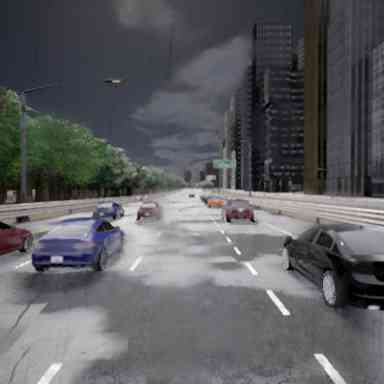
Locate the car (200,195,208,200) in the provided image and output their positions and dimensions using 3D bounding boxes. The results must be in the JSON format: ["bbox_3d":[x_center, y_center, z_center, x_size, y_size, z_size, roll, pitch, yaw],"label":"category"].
[{"bbox_3d":[3.304,1.558,92.247,1.895,1.301,4.718,0,0,0],"label":"car"}]

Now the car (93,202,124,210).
[{"bbox_3d":[-6.942,1.545,27.896,1.812,1.442,4.674,0,0,0],"label":"car"}]

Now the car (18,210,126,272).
[{"bbox_3d":[-3.406,1.534,10.681,1.812,1.442,4.674,0,0,0],"label":"car"}]

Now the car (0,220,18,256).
[{"bbox_3d":[-6.907,1.534,10.678,1.812,1.442,4.674,0,0,0],"label":"car"}]

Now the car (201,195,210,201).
[{"bbox_3d":[3.286,1.492,81.245,1.837,1.490,4.892,0,0,0],"label":"car"}]

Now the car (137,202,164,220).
[{"bbox_3d":[-3.442,1.544,27.852,1.812,1.442,4.674,0,0,0],"label":"car"}]

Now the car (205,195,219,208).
[{"bbox_3d":[3.382,1.374,48.279,2.097,1.767,4.553,0,0,0],"label":"car"}]

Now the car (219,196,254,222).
[{"bbox_3d":[3.563,1.369,26.438,2.097,1.767,4.553,0,0,0],"label":"car"}]

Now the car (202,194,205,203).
[{"bbox_3d":[3.328,1.450,59.302,2.033,1.649,4.856,0,0,0],"label":"car"}]

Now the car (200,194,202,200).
[{"bbox_3d":[3.294,1.512,70.303,2.163,1.488,4.792,0,0,0],"label":"car"}]

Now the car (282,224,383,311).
[{"bbox_3d":[3.596,1.483,7.894,1.882,1.535,5.008,0,0,0],"label":"car"}]
